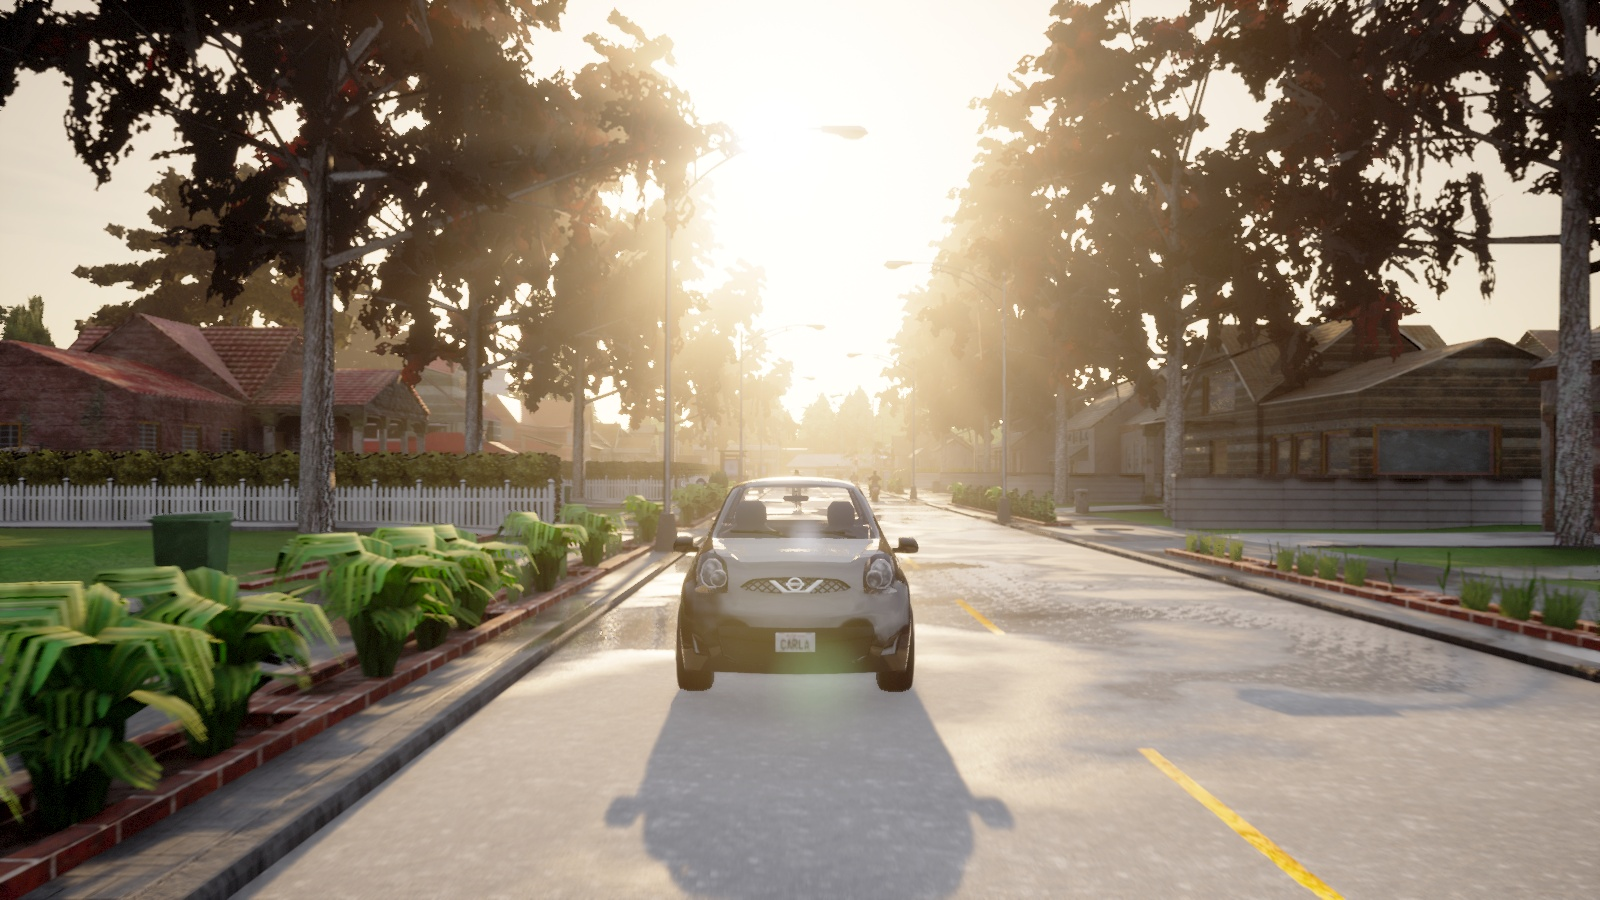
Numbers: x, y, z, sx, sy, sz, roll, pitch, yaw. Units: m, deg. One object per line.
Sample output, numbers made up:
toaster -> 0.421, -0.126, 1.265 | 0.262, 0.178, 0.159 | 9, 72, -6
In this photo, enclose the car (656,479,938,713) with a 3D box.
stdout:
car -> -0.025, 0.997, 10.052 | 1.845, 1.501, 3.633 | 0, -1, 0
